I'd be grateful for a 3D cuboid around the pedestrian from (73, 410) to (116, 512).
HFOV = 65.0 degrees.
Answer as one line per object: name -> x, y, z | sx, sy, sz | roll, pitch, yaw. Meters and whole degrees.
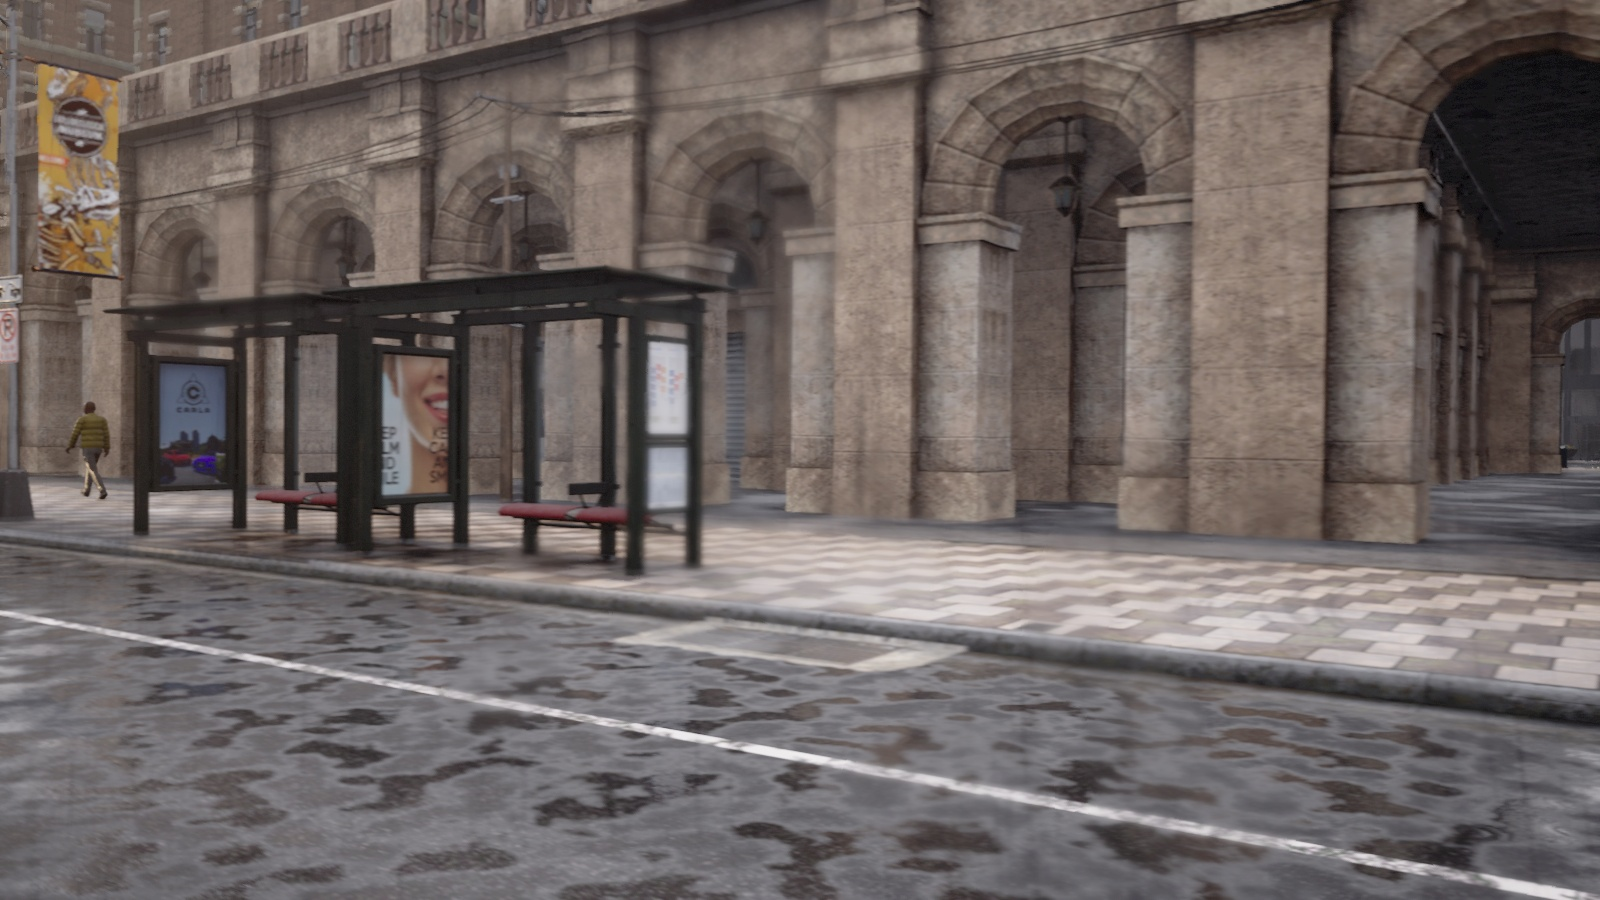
pedestrian -> -12.775, 0.193, 22.749 | 0.726, 1.835, 0.370 | 0, 1, 34
